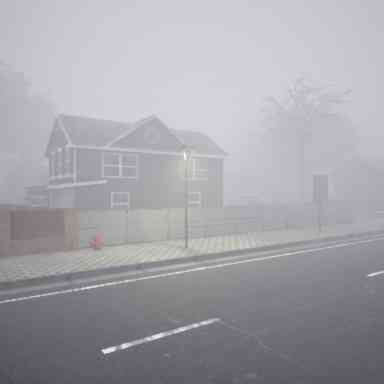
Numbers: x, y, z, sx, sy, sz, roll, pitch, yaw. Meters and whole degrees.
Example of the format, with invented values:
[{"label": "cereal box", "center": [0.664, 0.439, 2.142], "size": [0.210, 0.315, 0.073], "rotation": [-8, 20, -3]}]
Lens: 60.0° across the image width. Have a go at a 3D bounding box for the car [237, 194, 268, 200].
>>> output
[{"label": "car", "center": [7.805, 1.269, 41.426], "size": [2.150, 2.045, 5.566], "rotation": [0, 0, -35]}]
